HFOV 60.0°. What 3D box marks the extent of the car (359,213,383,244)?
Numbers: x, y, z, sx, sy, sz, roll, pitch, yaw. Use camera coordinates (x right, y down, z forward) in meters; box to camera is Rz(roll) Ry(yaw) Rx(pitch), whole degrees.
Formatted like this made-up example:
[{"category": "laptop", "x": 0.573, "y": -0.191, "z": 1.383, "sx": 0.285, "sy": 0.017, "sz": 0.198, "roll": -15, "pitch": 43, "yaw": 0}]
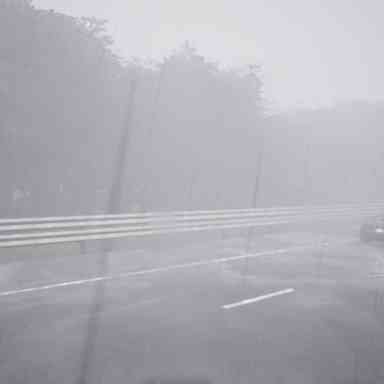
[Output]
[{"category": "car", "x": 9.233, "y": 1.561, "z": 14.636, "sx": 4.181, "sy": 1.385, "sz": 1.994, "roll": 1, "pitch": -1, "yaw": -36}]
